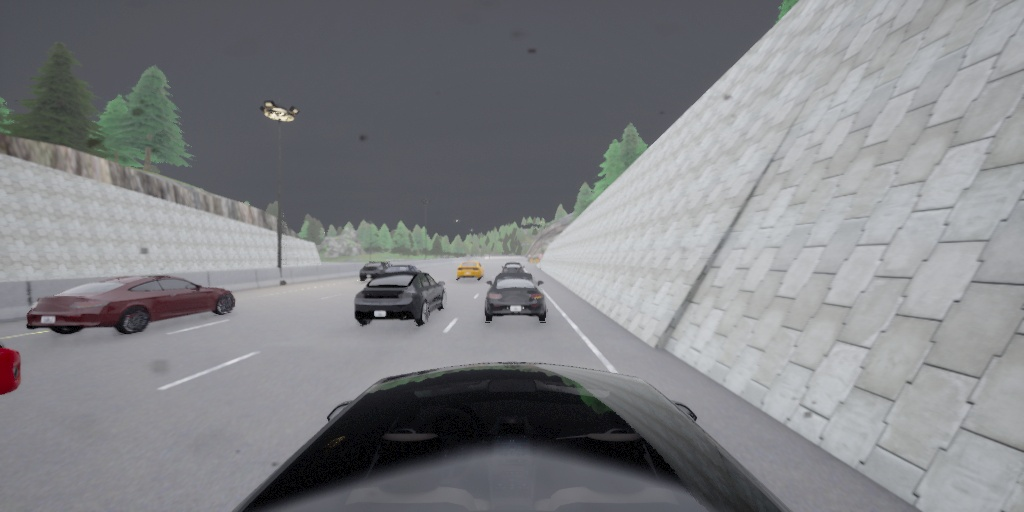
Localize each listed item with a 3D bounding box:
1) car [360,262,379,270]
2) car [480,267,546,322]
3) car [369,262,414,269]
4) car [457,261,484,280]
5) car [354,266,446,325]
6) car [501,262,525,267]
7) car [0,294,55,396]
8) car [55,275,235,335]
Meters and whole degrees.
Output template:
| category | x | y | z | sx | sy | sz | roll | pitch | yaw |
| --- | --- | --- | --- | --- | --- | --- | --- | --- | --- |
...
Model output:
| category | x | y | z | sx | sy | sz | roll | pitch | yaw |
| --- | --- | --- | --- | --- | --- | --- | --- | --- | --- |
| car | -10.395 | 1.197 | 28.436 | 1.837 | 1.490 | 4.892 | 0 | 0 | 0 |
| car | 0.102 | 1.254 | 12.036 | 1.812 | 1.442 | 4.674 | 0 | 0 | 0 |
| car | -6.896 | 1.252 | 22.822 | 2.033 | 1.411 | 5.357 | 0 | 0 | 0 |
| car | -3.395 | 1.167 | 29.972 | 1.882 | 1.535 | 5.008 | 0 | 0 | 0 |
| car | -3.397 | 1.233 | 11.658 | 1.837 | 1.490 | 4.892 | 0 | 0 | 0 |
| car | 0.092 | 1.216 | 29.468 | 1.812 | 1.442 | 4.674 | 0 | 0 | 0 |
| car | -6.899 | 0.971 | 1.760 | 2.150 | 2.045 | 5.566 | 0 | 0 | 0 |
| car | -10.411 | 1.257 | 10.345 | 1.812 | 1.442 | 4.674 | 0 | 0 | 0 |
